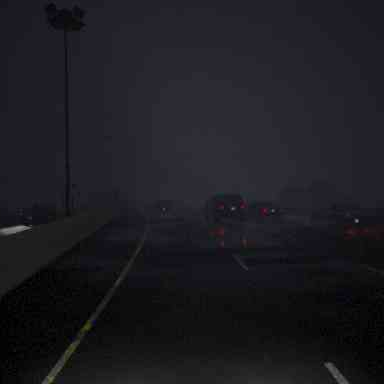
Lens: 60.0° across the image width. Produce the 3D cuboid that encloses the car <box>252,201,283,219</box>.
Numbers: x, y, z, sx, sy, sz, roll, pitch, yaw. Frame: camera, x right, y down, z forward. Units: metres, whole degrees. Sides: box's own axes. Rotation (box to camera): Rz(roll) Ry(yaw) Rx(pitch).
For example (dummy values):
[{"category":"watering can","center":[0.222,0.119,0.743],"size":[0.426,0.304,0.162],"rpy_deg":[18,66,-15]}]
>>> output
[{"category":"car","center":[5.717,1.473,27.898],"size":[2.033,1.411,5.357],"rpy_deg":[-1,0,-11]}]

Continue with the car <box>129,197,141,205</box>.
[{"category":"car","center":[-11.129,1.695,64.786],"size":[1.812,1.442,4.674],"rpy_deg":[0,0,-21]}]

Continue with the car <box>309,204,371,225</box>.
[{"category":"car","center":[9.834,1.468,22.643],"size":[1.895,1.301,4.718],"rpy_deg":[-1,0,-7]}]

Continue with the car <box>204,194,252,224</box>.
[{"category":"car","center":[2.332,1.194,24.822],"size":[2.150,2.045,5.566],"rpy_deg":[0,0,-8]}]

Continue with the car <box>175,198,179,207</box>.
[{"category":"car","center":[-3.237,1.582,51.680],"size":[1.812,1.442,4.674],"rpy_deg":[0,0,-16]}]

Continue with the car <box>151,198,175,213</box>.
[{"category":"car","center":[-3.568,1.562,38.159],"size":[1.837,1.490,4.892],"rpy_deg":[0,0,-12]}]
